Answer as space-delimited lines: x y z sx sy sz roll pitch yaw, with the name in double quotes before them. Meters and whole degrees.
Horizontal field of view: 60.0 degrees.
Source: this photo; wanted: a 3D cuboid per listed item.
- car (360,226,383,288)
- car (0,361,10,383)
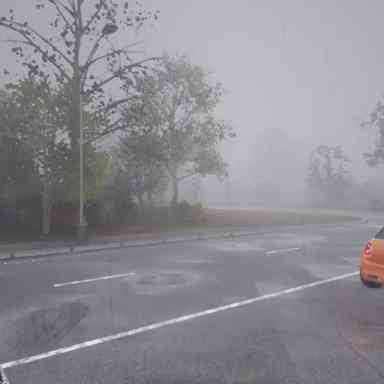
"car" 6.089 1.351 7.997 4.553 1.767 2.097 0 0 -35
"car" -3.254 1.352 1.389 4.553 1.767 2.097 0 0 -36
